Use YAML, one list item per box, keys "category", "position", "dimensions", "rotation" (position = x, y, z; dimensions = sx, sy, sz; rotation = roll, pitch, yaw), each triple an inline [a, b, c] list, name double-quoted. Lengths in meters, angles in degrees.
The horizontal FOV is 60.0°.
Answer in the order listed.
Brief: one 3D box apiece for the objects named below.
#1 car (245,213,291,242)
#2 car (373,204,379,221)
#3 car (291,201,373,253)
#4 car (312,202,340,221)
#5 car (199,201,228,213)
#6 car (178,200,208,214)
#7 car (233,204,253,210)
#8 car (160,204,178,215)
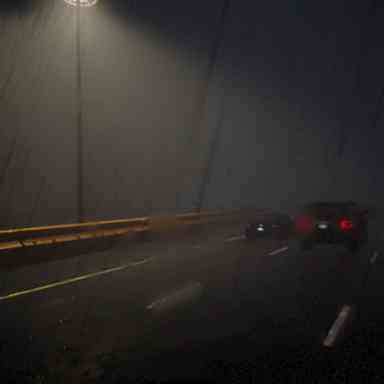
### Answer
- category: "car"
  position: [4.533, 1.848, 18.346]
  dimensions: [1.994, 1.385, 4.181]
  rotation: [-2, -1, 33]
- category: "car"
  position: [16.222, 1.777, 30.942]
  dimensions: [1.882, 1.535, 5.008]
  rotation: [-2, -1, 29]
- category: "car"
  position: [6.451, 1.400, 14.896]
  dimensions: [2.150, 2.045, 5.566]
  rotation: [-2, -1, 33]
- category: "car"
  position: [13.290, 1.874, 32.861]
  dimensions: [1.882, 1.535, 5.008]
  rotation: [-2, -1, 29]
- category: "car"
  position: [3.285, 2.316, 44.352]
  dimensions: [2.128, 1.511, 4.902]
  rotation: [-2, -1, 26]
- category: "car"
  position: [0.664, 2.148, 46.887]
  dimensions: [2.150, 2.045, 5.566]
  rotation: [-2, -1, 26]
- category: "car"
  position: [6.821, 2.304, 43.615]
  dimensions: [1.994, 1.385, 4.181]
  rotation: [-2, -1, 26]
- category: "car"
  position: [-2.804, 2.520, 47.801]
  dimensions: [1.837, 1.490, 4.892]
  rotation: [-2, -1, 26]
